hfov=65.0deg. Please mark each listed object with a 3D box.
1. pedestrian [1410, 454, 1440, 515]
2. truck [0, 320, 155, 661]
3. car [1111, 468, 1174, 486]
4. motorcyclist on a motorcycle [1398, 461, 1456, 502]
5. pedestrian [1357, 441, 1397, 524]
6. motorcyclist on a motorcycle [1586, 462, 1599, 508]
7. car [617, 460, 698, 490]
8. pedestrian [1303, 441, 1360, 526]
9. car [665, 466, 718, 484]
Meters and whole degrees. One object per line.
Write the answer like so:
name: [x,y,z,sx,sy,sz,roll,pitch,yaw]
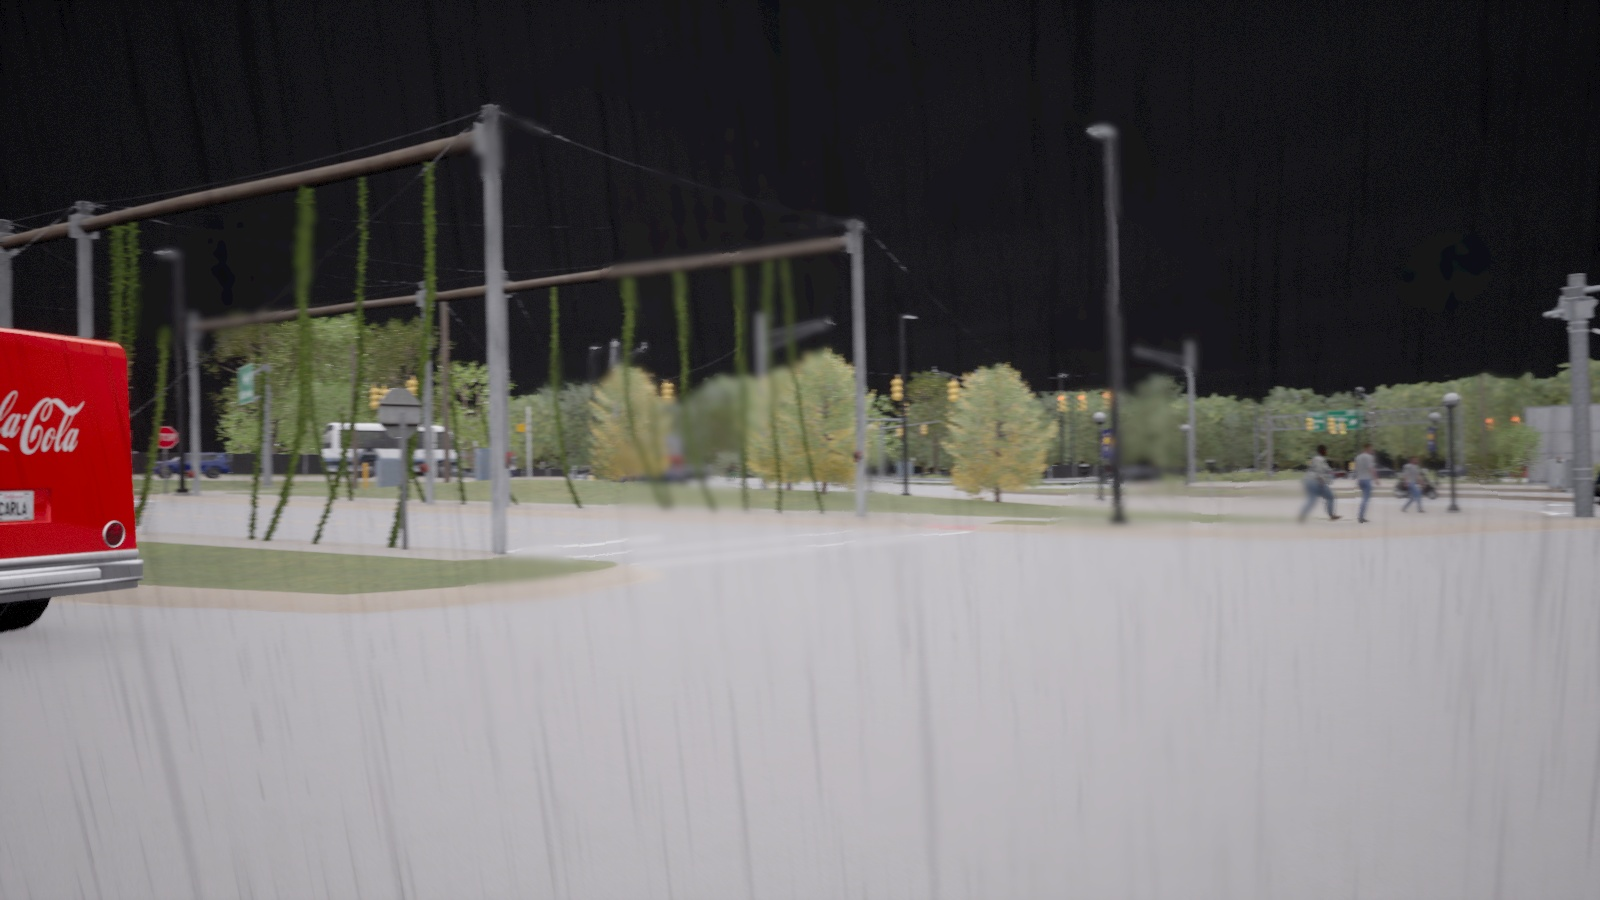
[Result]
pedestrian: [19.024,1.036,38.232,0.354,1.836,0.706,-1,-1,-35]
truck: [-8.267,0.282,9.912,5.204,2.467,2.627,0,-1,15]
car: [25.636,2.014,93.916,4.718,1.301,1.895,0,-2,-33]
motorcyclist on a motorcycle: [24.706,1.231,49.502,0.866,1.590,1.817,0,-1,-37]
pedestrian: [12.996,0.735,28.305,0.706,1.836,0.354,-1,-1,-12]
motorcyclist on a motorcycle: [28.780,1.238,44.065,0.866,1.590,1.817,0,0,-38]
car: [-7.752,1.362,68.297,3.988,1.617,1.851,1,-2,-33]
pedestrian: [11.940,0.745,28.250,0.900,1.855,0.874,-1,-1,5]
car: [-7.733,1.790,89.413,1.895,1.301,4.718,1,-1,-30]
